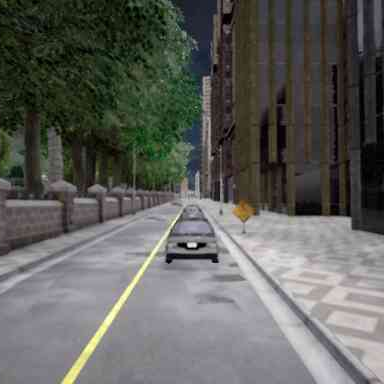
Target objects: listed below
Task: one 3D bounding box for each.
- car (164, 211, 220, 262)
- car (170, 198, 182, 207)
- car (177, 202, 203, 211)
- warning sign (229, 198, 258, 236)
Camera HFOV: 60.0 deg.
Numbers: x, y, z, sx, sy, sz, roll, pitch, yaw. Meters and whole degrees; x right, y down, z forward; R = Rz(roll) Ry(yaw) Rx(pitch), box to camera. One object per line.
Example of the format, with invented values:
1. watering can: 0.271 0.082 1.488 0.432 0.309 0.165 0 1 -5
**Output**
1. car: 0.011 1.675 12.569 2.033 1.411 5.357 0 -1 0
2. car: -3.013 1.973 64.714 2.097 1.767 4.553 0 -1 1
3. car: 0.025 1.841 28.429 1.994 1.385 4.181 0 0 1
4. warning sign: 2.699 1.290 17.441 1.300 1.860 1.060 -1 -2 0
